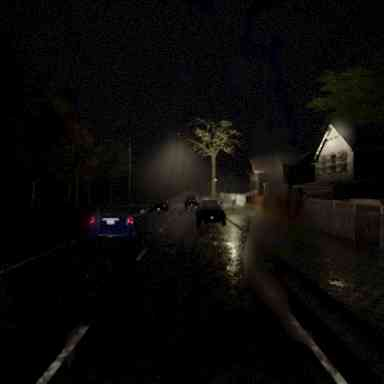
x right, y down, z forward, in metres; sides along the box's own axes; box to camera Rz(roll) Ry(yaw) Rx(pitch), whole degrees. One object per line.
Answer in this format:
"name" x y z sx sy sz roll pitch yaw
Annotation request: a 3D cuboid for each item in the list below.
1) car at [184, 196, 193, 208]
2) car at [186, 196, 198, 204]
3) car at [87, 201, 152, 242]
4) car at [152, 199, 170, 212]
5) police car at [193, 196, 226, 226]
"car" -0.009 1.320 43.815 1.837 1.490 4.892 0 0 0
"car" -0.044 1.334 57.156 1.994 1.385 4.181 0 0 0
"car" -3.411 1.278 16.054 2.097 1.767 4.553 0 0 0
"car" -3.427 1.445 36.407 1.895 1.301 4.718 0 0 0
"police car" 1.208 1.324 22.733 1.930 1.638 5.238 0 0 0
